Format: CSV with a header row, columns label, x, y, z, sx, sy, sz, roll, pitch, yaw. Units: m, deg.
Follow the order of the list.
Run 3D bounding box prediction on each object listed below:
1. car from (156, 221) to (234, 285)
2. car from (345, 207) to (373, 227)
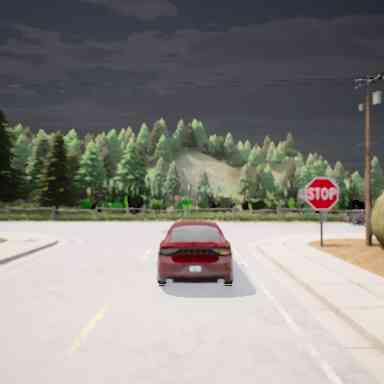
label,x,y,z,sx,sy,sz,roll,pitch,yaw
car,0.086,1.587,9.860,1.882,1.535,5.008,0,-1,0
car,13.829,1.736,24.279,4.892,1.490,1.837,0,-1,3
